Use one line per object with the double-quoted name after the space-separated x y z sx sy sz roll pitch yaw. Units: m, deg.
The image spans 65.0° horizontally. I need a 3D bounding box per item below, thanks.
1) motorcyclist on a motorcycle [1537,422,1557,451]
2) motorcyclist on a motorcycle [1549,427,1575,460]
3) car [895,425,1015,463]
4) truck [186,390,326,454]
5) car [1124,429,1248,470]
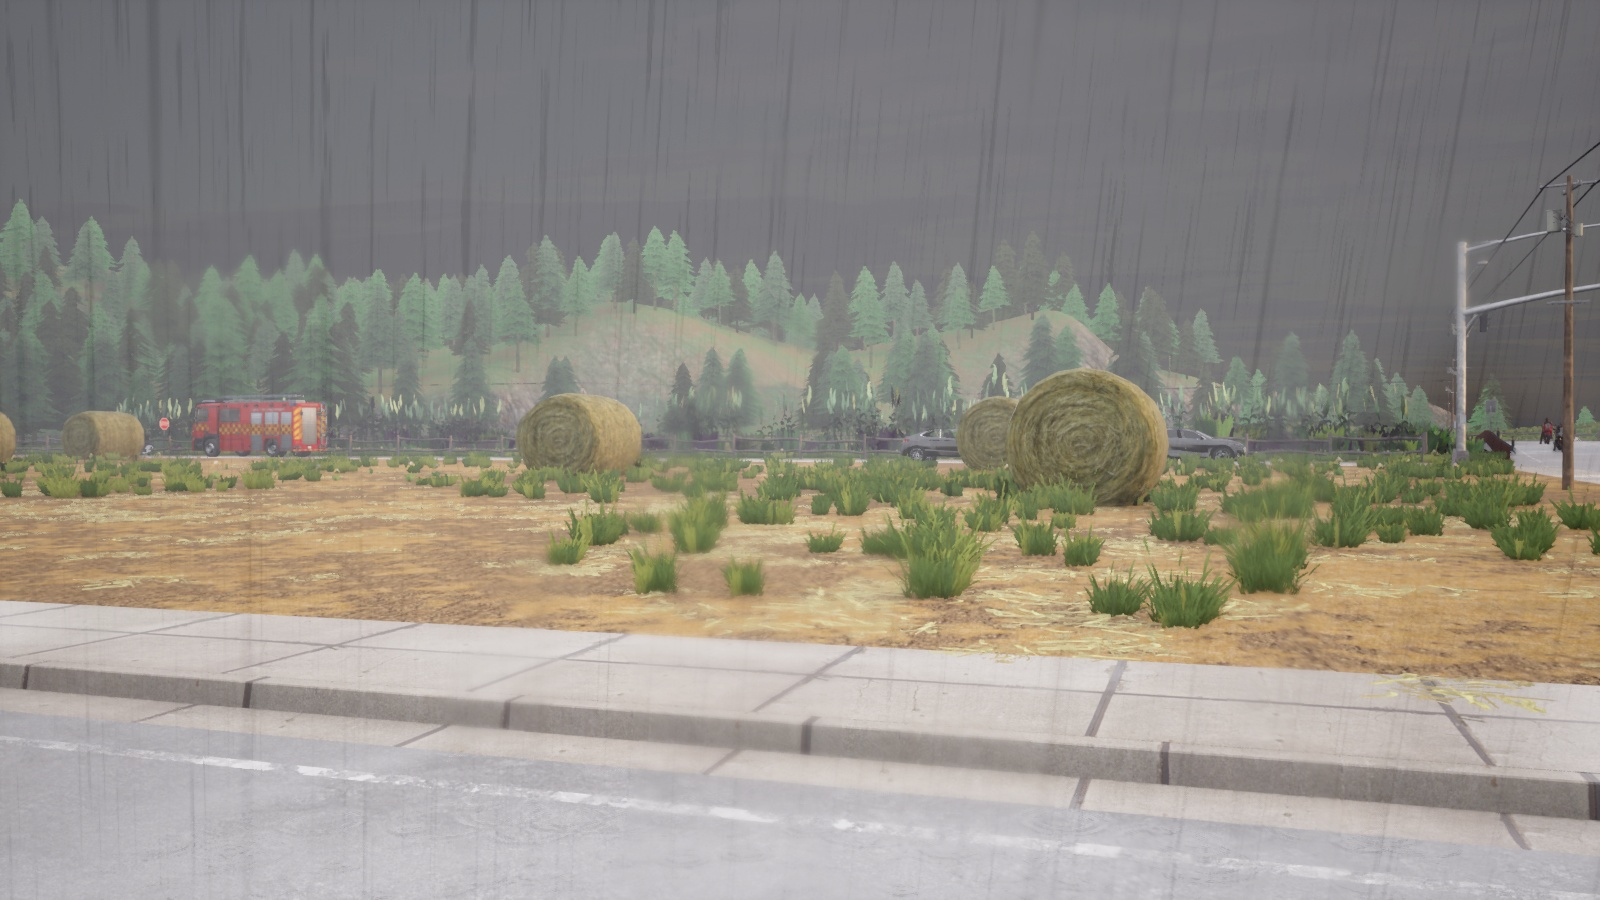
41.738 -0.765 70.151 0.797 1.523 2.044 1 2 26 "motorcyclist on a motorcycle"
38.603 -0.357 63.653 0.866 1.530 2.191 1 4 25 "motorcyclist on a motorcycle"
7.087 -0.295 57.402 5.027 1.651 2.152 1 1 22 "car"
-33.822 -1.723 78.048 8.468 3.827 2.891 1 1 22 "truck"
16.468 -0.047 53.532 4.856 1.649 2.033 1 1 22 "car"
